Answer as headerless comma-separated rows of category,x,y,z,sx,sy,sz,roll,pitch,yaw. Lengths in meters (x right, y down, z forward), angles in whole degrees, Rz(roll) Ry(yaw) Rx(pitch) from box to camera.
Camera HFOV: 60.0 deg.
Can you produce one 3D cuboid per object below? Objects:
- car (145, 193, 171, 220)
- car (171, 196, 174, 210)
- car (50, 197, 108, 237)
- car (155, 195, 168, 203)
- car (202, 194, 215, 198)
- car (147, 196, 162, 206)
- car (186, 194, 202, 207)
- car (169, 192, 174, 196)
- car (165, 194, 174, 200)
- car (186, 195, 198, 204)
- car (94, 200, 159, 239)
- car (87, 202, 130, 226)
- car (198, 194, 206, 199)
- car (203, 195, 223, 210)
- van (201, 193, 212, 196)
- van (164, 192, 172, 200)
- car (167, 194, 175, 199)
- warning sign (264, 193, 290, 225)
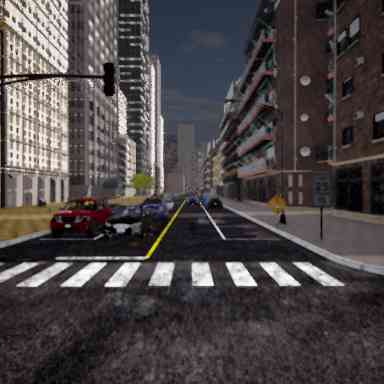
car,-3.096,1.219,26.805,2.097,1.767,4.553,0,0,0
car,-3.081,1.419,36.878,1.895,1.301,4.718,0,0,0
car,-5.693,1.225,17.750,2.192,1.841,5.009,0,0,0
car,-5.692,1.263,61.934,2.008,1.369,4.403,0,0,0
car,2.689,1.305,45.535,1.752,1.417,4.829,0,0,0
car,-5.692,1.323,50.889,1.947,1.339,4.313,0,0,0
car,0.101,1.373,47.359,1.895,1.301,4.718,0,0,0
car,-5.692,1.221,72.979,2.008,1.369,4.403,0,0,0
car,-5.692,1.174,84.025,1.887,1.381,4.507,0,0,0
car,0.000,1.293,57.608,1.994,1.385,4.181,0,0,0
car,-3.100,1.406,16.928,2.128,1.511,4.902,0,0,0
car,-5.692,1.450,23.274,1.947,1.339,4.313,0,0,0
car,2.689,1.161,89.548,2.008,1.369,4.403,0,0,0
car,2.689,1.371,39.842,1.947,1.339,4.313,0,0,0
van,2.688,1.098,50.887,1.690,1.788,3.998,0,0,0
van,-5.693,0.991,78.501,1.690,1.788,3.998,0,0,0
car,-5.692,1.176,89.548,1.947,1.339,4.313,0,0,0
warning sign,5.068,1.015,19.874,1.300,1.860,1.060,0,0,0
